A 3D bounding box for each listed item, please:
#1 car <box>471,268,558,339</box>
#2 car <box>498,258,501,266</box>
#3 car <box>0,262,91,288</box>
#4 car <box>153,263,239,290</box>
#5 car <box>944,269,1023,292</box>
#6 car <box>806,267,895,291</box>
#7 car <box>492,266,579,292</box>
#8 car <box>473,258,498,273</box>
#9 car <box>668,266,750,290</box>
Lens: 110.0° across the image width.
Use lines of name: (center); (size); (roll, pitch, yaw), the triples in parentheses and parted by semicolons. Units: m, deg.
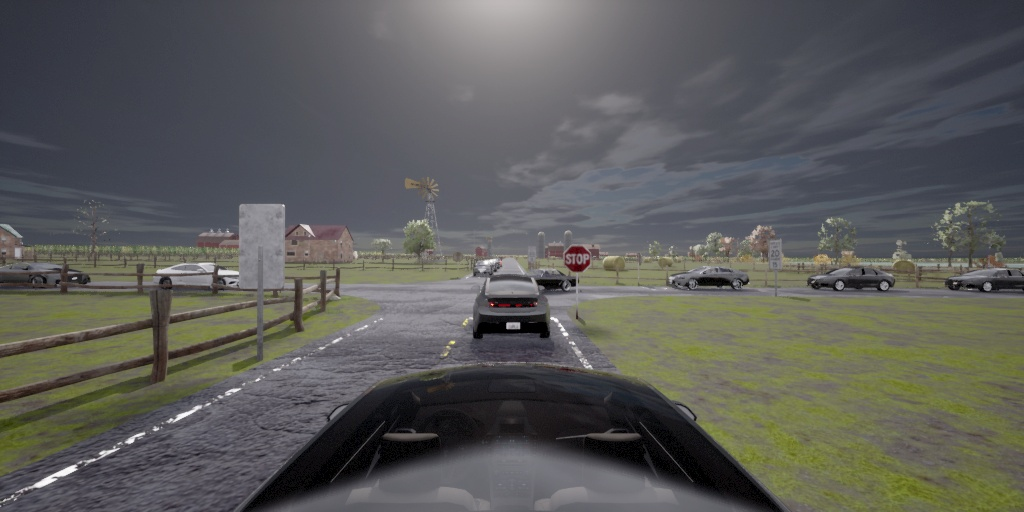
car: (-0.079, 1.256, 10.131); (1.837, 1.490, 4.892); (0, 0, -2)
car: (-2.878, 1.241, 46.262); (2.128, 1.511, 4.902); (0, 0, 0)
car: (-26.374, 1.048, 19.950); (4.181, 1.385, 1.994); (1, -1, -1)
car: (-17.255, 1.104, 20.077); (4.674, 1.442, 1.812); (1, -1, -1)
car: (31.689, 1.587, 23.716); (4.892, 1.490, 1.837); (1, -1, -1)
car: (22.187, 1.499, 23.589); (4.892, 1.490, 1.837); (1, -1, -1)
car: (1.488, 1.369, 20.178); (4.718, 1.301, 1.895); (1, 0, -35)
car: (-2.880, 1.243, 36.816); (2.128, 1.511, 4.902); (0, 0, 0)
car: (12.785, 1.396, 23.413); (4.902, 1.511, 2.128); (1, -1, -2)
